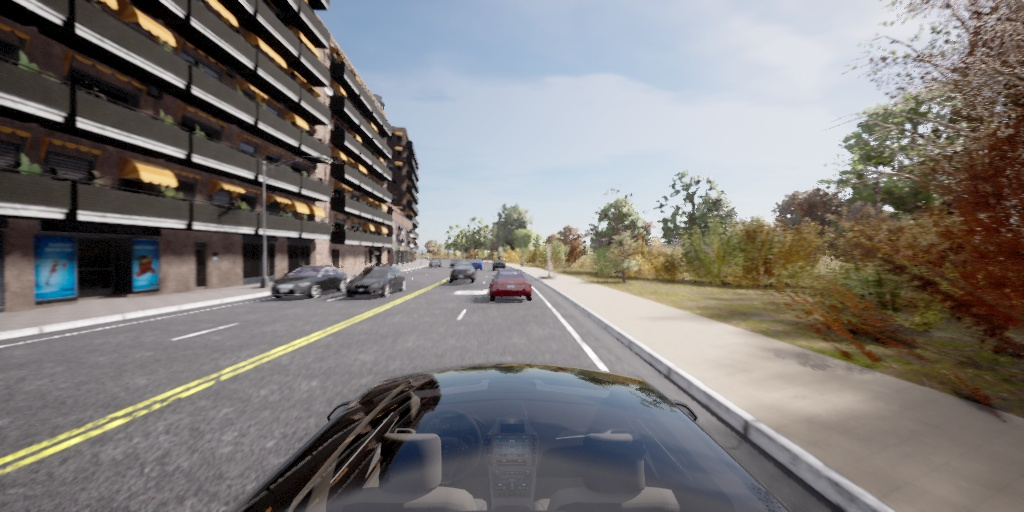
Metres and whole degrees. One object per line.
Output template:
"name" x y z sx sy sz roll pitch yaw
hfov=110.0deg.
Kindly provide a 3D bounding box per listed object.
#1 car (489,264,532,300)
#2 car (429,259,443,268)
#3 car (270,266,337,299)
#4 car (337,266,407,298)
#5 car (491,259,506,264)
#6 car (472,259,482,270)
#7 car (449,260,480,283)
"car" -0.094 1.305 17.692 1.994 1.385 4.181 0 0 -1
"car" -12.612 1.221 59.372 2.128 1.511 4.902 0 0 -5
"car" -10.063 1.258 18.205 2.128 1.511 4.902 0 0 -1
"car" -6.817 1.263 18.465 1.837 1.490 4.892 0 0 -1
"car" -1.854 1.217 50.429 1.837 1.490 4.892 0 1 -5
"car" -5.177 1.197 51.175 1.882 1.535 5.008 0 0 -5
"car" -3.657 1.267 27.486 1.812 1.442 4.674 0 0 -2
